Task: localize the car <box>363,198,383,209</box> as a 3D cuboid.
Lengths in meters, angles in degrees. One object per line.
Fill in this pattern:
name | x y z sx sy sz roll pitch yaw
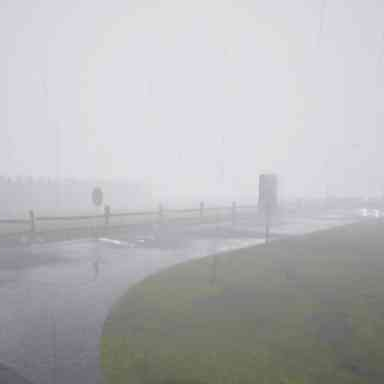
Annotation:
car | 24.216 1.455 43.838 1.895 1.301 4.718 1 1 44
